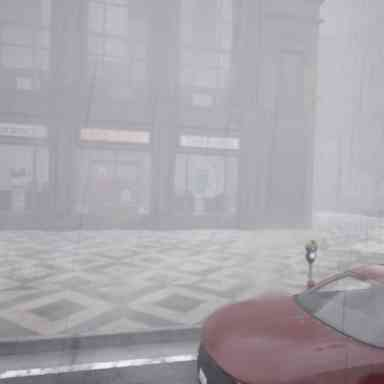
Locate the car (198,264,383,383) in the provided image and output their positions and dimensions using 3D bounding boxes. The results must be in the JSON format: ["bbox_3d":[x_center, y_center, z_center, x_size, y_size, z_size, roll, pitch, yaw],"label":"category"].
[{"bbox_3d":[2.300,1.522,3.572,4.507,1.381,1.887,1,1,-13],"label":"car"}]
